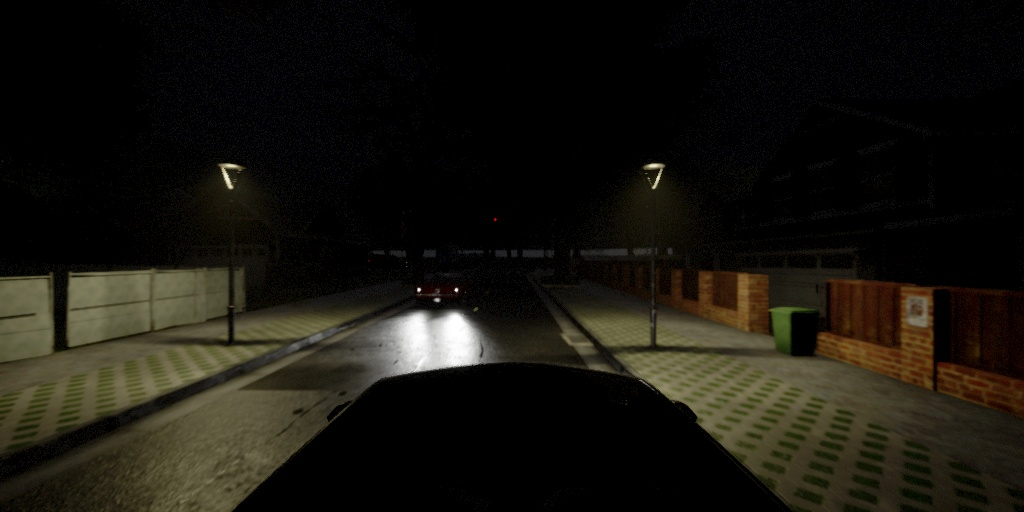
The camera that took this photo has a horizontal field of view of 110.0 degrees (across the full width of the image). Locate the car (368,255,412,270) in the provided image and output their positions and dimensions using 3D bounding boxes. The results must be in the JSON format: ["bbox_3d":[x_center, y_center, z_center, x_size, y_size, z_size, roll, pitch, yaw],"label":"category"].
[{"bbox_3d":[-16.261,0.870,47.730,5.566,2.045,2.150,1,-1,0],"label":"car"}]

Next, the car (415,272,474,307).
[{"bbox_3d":[-2.848,1.379,15.897,1.895,1.301,4.718,0,0,0],"label":"car"}]
